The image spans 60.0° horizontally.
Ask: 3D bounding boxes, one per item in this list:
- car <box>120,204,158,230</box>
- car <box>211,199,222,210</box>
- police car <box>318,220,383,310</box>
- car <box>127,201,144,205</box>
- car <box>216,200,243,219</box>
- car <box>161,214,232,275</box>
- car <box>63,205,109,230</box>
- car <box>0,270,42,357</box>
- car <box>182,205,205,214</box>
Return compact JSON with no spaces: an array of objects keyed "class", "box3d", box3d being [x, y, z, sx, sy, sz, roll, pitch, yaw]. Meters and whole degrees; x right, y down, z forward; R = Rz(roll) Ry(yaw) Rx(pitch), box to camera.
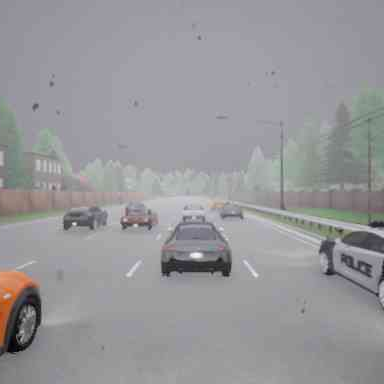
[{"class":"car","box3d":[-3.365,1.718,22.094,1.895,1.301,4.718,0,0,0]},{"class":"car","box3d":[3.615,1.731,46.300,1.882,1.535,5.008,0,0,1]},{"class":"police car","box3d":[4.561,1.471,7.728,1.930,1.638,5.238,0,0,0]},{"class":"car","box3d":[-6.833,1.778,40.437,1.994,1.385,4.181,0,0,0]},{"class":"car","box3d":[3.593,1.735,31.080,1.994,1.385,4.181,0,0,0]},{"class":"car","box3d":[0.115,1.622,10.623,1.994,1.385,4.181,0,0,0]},{"class":"car","box3d":[-6.866,1.619,21.851,1.837,1.490,4.892,0,0,0]},{"class":"car","box3d":[-3.397,1.368,3.377,2.097,1.767,4.553,0,0,0]},{"class":"car","box3d":[0.146,1.756,28.690,1.895,1.301,4.718,0,0,0]}]
